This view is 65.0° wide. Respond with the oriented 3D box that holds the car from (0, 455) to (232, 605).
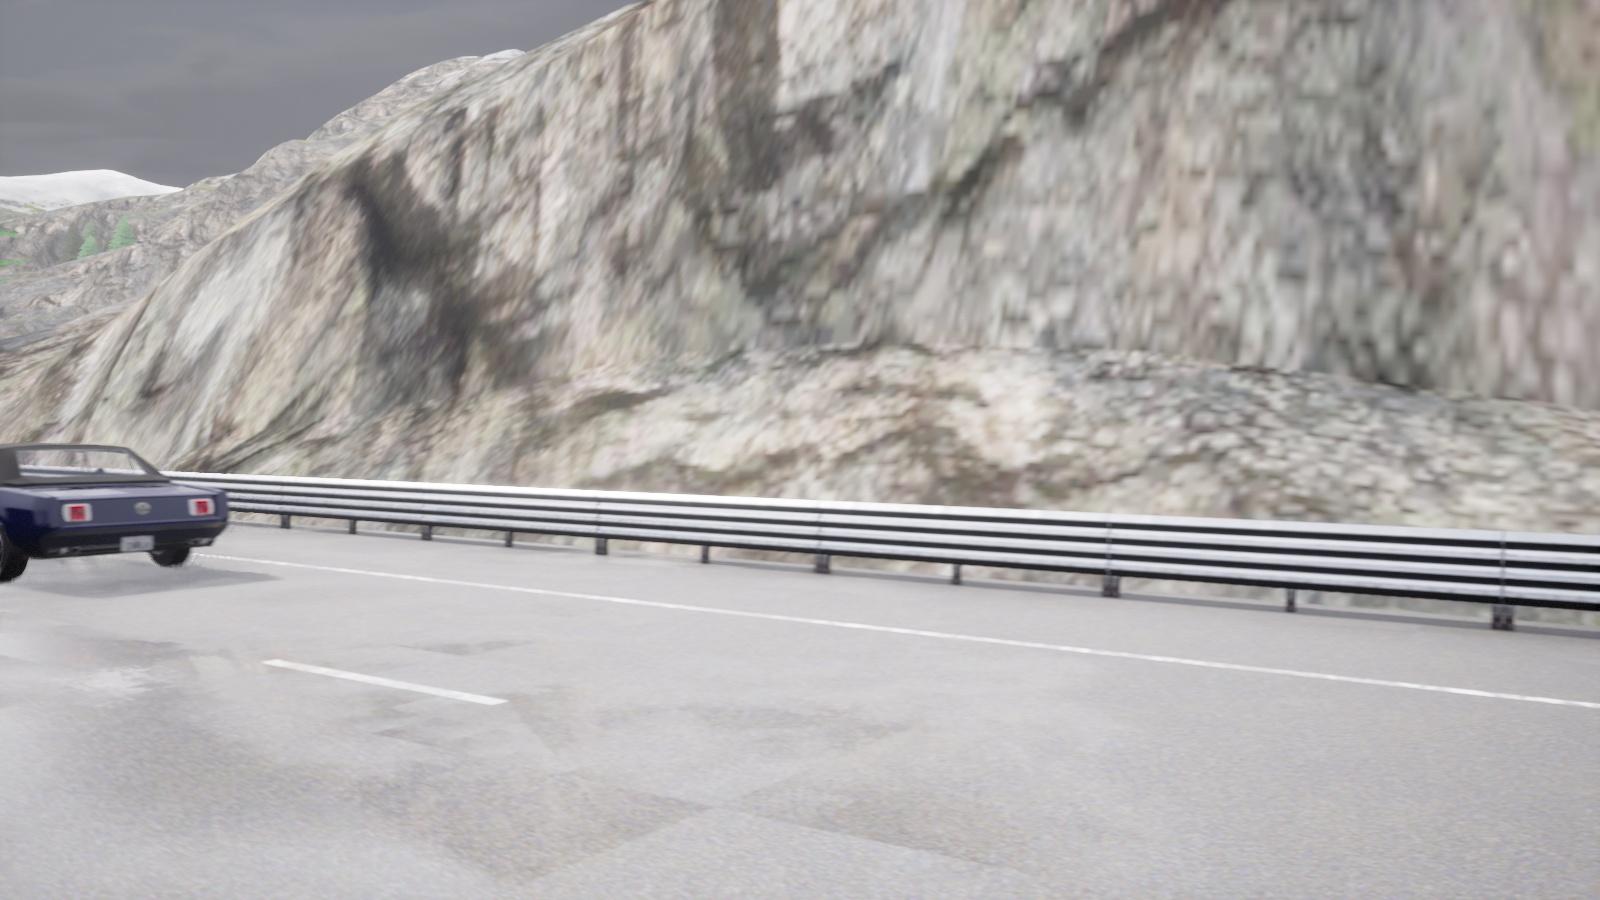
[{"bbox_3d":[-8.297,0.725,13.351,4.718,1.301,1.895,0,1,34],"label":"car"}]
